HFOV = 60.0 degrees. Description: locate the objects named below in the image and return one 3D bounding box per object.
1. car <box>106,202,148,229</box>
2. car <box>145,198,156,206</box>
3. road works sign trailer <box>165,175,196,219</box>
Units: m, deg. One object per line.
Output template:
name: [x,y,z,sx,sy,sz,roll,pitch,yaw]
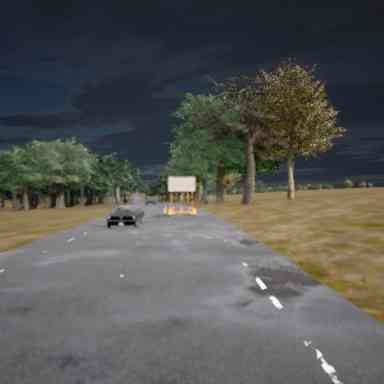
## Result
car: [-4.145,1.531,21.250,1.895,1.301,4.718,0,0,-3]
car: [-7.745,1.806,62.494,2.033,1.411,5.357,0,-1,-7]
road works sign trailer: [-0.863,0.385,28.206,2.380,3.560,2.880,0,0,-4]
